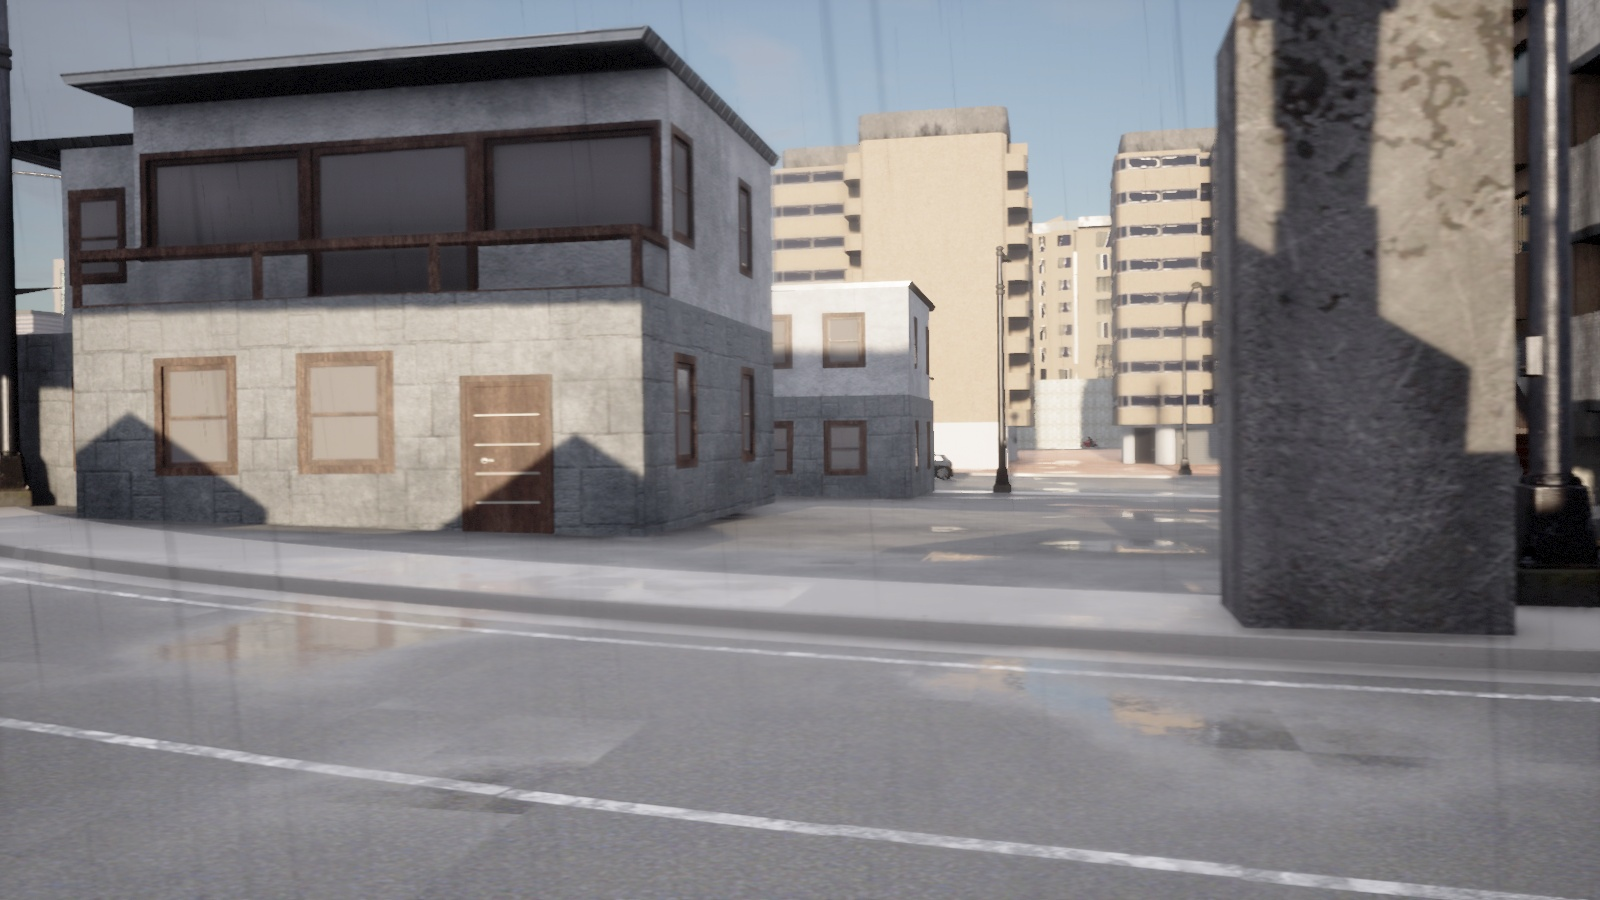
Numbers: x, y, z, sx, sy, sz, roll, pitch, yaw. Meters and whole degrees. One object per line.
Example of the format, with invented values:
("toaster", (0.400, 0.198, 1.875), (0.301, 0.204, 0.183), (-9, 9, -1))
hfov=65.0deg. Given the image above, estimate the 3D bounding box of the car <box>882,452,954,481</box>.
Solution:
("car", (6.622, 0.915, 70.088), (3.806, 1.475, 1.970), (1, 1, 11))
